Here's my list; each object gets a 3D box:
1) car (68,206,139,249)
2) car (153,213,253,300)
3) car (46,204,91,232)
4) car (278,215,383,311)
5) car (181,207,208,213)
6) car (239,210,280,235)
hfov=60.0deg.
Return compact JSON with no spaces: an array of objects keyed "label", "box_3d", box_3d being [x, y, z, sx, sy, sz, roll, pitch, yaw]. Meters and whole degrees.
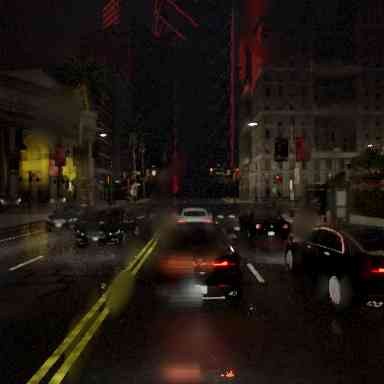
[{"label":"car","box_3d":[-3.550,1.504,14.710,1.837,1.490,4.892,0,0,0]},{"label":"car","box_3d":[0.120,1.503,8.378,1.837,1.490,4.892,0,0,0]},{"label":"car","box_3d":[-7.002,1.489,19.981,2.128,1.511,4.902,0,0,1]},{"label":"car","box_3d":[3.623,1.501,7.734,1.837,1.490,4.892,0,-1,0]},{"label":"car","box_3d":[0.119,1.521,17.478,1.812,1.442,4.674,0,0,0]},{"label":"car","box_3d":[3.622,1.598,17.372,1.895,1.301,4.718,0,0,0]}]
